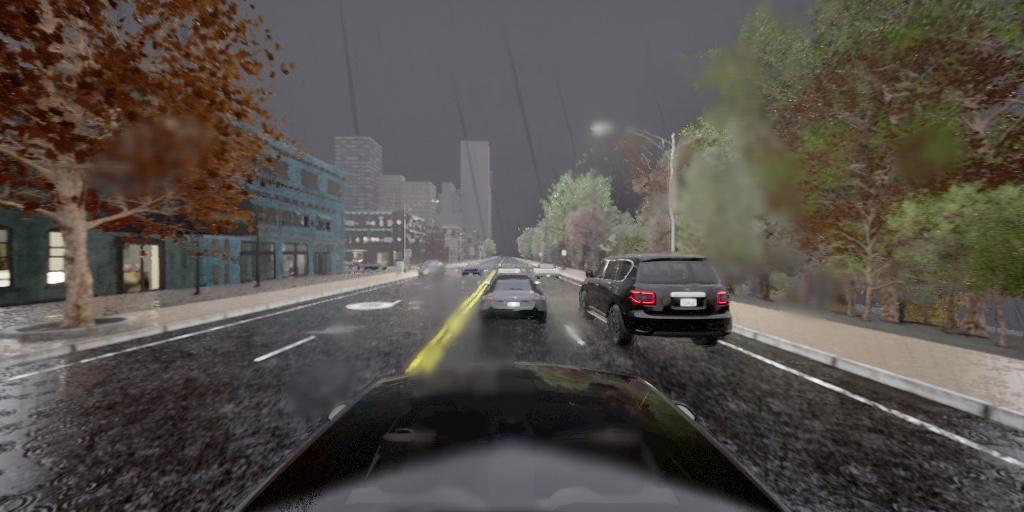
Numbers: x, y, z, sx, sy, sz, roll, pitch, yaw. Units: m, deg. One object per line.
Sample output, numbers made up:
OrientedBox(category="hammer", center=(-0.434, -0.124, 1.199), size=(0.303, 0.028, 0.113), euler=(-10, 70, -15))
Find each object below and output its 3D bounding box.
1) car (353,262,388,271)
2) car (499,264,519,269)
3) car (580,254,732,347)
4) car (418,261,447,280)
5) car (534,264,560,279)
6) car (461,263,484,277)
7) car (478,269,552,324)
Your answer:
OrientedBox(category="car", center=(-20.688, 1.565, 53.230), size=(4.313, 1.339, 1.948), euler=(0, 0, -1))
OrientedBox(category="car", center=(-0.284, 1.348, 31.810), size=(1.895, 1.301, 4.718), euler=(0, 0, -1))
OrientedBox(category="car", center=(3.306, 0.970, 9.461), size=(2.150, 2.045, 5.566), euler=(0, 0, -1))
OrientedBox(category="car", center=(-6.976, 1.241, 31.950), size=(2.128, 1.511, 4.902), euler=(0, 0, -1))
OrientedBox(category="car", center=(2.967, 1.347, 31.796), size=(1.895, 1.301, 4.718), euler=(0, 0, -1))
OrientedBox(category="car", center=(-3.767, 1.348, 34.917), size=(1.895, 1.301, 4.718), euler=(0, 0, -1))
OrientedBox(category="car", center=(0.021, 1.312, 11.978), size=(1.994, 1.385, 4.181), euler=(0, 0, -1))
